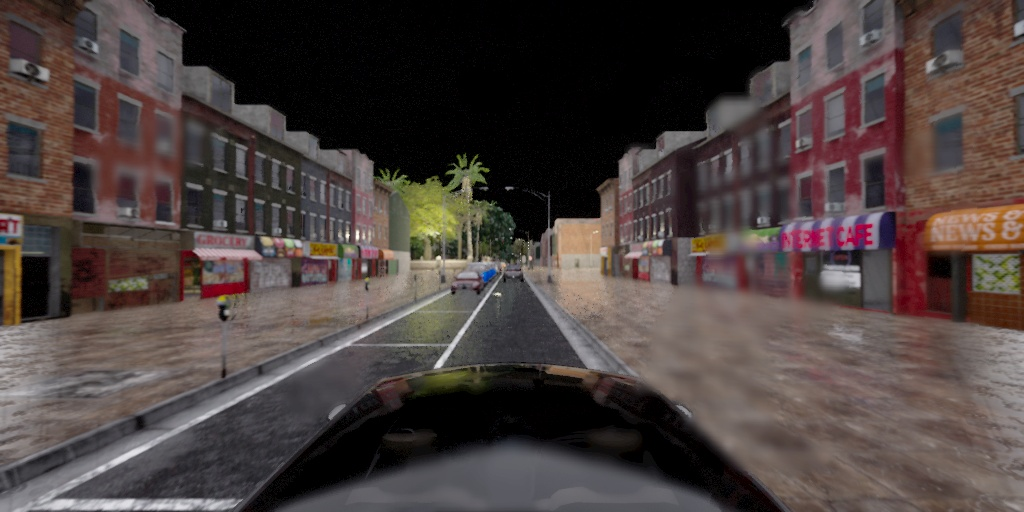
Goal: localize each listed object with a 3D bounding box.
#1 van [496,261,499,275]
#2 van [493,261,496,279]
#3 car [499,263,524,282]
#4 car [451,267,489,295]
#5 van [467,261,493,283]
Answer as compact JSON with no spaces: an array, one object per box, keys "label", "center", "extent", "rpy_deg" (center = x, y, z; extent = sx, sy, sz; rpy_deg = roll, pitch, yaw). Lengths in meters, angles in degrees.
[{"label":"van","center":[-2.619,1.535,38.305],"extent":[1.690,1.789,3.998],"rpy_deg":[0,0,0]},{"label":"van","center":[-2.622,1.466,32.841],"extent":[1.690,1.789,3.998],"rpy_deg":[0,0,0]},{"label":"car","center":[0.116,1.624,33.341],"extent":[2.128,1.511,4.902],"rpy_deg":[0,-1,0]},{"label":"car","center":[-2.628,1.569,21.913],"extent":[1.802,1.307,4.207],"rpy_deg":[0,0,0]},{"label":"van","center":[-2.625,1.397,27.377],"extent":[1.690,1.789,3.998],"rpy_deg":[0,0,0]}]
